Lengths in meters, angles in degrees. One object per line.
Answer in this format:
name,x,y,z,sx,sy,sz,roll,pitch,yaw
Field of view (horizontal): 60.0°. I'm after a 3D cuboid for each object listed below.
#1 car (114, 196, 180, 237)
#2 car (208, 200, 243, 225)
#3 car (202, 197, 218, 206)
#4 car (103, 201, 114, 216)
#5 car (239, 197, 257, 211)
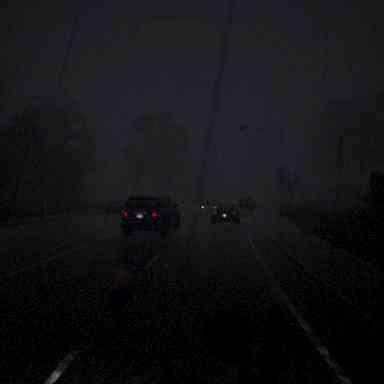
car,-2.062,1.210,18.039,2.150,2.045,5.566,0,0,8
car,2.550,1.564,24.550,1.994,1.385,4.181,0,0,10
car,3.050,1.507,52.964,1.812,1.442,4.674,0,0,20
car,-6.814,1.441,32.193,1.882,1.535,5.008,0,0,13
car,6.901,1.358,41.976,2.097,1.767,4.553,0,0,17
